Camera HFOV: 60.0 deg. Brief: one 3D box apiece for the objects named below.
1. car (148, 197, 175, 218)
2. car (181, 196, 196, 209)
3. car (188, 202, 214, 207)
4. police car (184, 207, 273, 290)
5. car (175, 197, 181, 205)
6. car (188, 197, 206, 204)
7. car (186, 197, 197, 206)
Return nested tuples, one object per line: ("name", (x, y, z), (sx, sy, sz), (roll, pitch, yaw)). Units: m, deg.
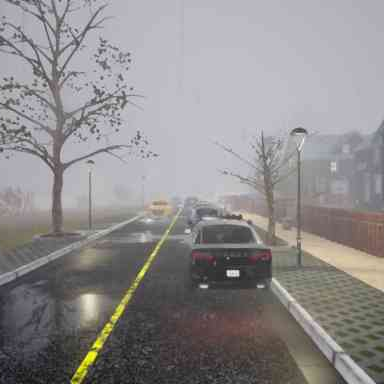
("car", (-2.868, 1.484, 30.708), (1.882, 1.535, 5.008), (0, 0, 0))
("car", (-0.008, 1.368, 45.868), (2.097, 1.767, 4.553), (0, 0, 0))
("car", (0.814, 1.528, 19.130), (1.812, 1.442, 4.674), (0, 0, 0))
("police car", (0.820, 1.425, 9.240), (1.930, 1.638, 5.238), (0, 0, 0))
("car", (-2.785, 1.554, 58.418), (1.812, 1.442, 4.674), (0, 0, 0))
("car", (0.810, 1.459, 25.320), (1.801, 1.575, 5.366), (0, 0, 0))
("car", (-0.034, 1.552, 56.959), (1.812, 1.442, 4.674), (0, 0, 0))
